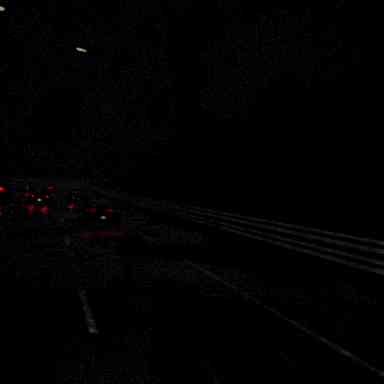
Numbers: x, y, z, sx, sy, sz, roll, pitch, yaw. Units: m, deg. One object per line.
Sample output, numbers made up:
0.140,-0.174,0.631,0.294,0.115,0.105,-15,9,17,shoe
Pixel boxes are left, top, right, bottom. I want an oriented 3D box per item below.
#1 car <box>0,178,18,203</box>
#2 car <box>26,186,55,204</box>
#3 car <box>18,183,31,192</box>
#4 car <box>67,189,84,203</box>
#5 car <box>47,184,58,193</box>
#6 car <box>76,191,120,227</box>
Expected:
-17.038,-0.213,29.007,2.150,2.045,5.566,5,0,-22,car
-14.635,0.363,32.222,1.895,1.301,4.718,5,0,-22,car
-26.198,-0.686,52.325,1.812,1.442,4.674,5,0,-21,car
-12.490,0.459,36.391,1.812,1.442,4.674,5,0,-22,car
-24.866,-0.603,58.658,1.837,1.490,4.892,5,0,-21,car
-5.299,1.019,18.777,1.882,1.535,5.008,5,0,-22,car
